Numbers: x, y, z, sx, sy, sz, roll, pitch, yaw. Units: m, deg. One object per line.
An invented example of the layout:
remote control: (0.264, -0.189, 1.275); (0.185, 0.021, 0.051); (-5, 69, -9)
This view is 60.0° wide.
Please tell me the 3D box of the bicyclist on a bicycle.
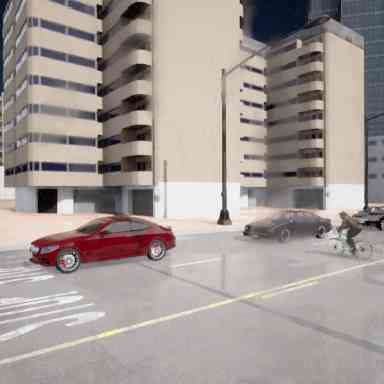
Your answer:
bicyclist on a bicycle: (5.466, 1.516, 11.644); (0.582, 1.620, 1.656); (1, -2, -37)

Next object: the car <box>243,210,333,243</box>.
car: (4.972, 1.636, 16.681); (5.357, 1.411, 2.033); (1, -1, -38)

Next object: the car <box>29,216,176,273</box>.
car: (-2.687, 1.529, 10.779); (4.674, 1.442, 1.812); (0, 0, -38)

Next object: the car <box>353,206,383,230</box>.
car: (12.770, 1.726, 22.670); (4.902, 1.511, 2.128); (1, -1, -38)
